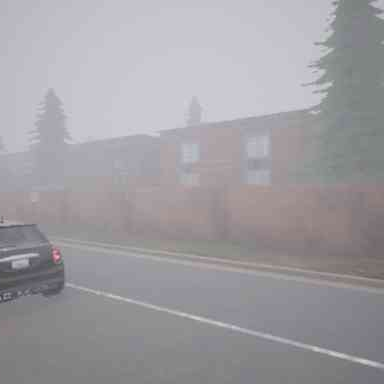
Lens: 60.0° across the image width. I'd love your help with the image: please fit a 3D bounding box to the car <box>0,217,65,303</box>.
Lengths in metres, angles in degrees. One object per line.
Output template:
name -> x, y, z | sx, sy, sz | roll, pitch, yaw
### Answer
car -> -4.955, 1.388, 7.529 | 4.553, 1.767, 2.097 | 0, 0, 36
